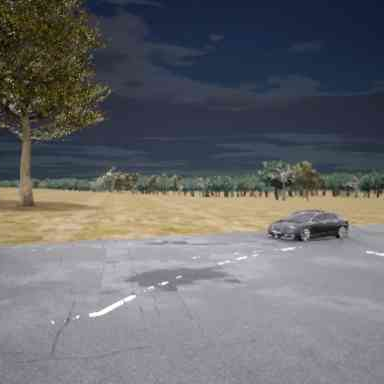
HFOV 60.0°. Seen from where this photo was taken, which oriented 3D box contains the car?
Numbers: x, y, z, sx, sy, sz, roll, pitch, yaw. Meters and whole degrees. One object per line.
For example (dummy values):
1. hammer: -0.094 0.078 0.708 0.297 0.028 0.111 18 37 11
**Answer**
1. car: 5.995 1.687 16.940 4.892 1.490 1.837 0 1 -32
